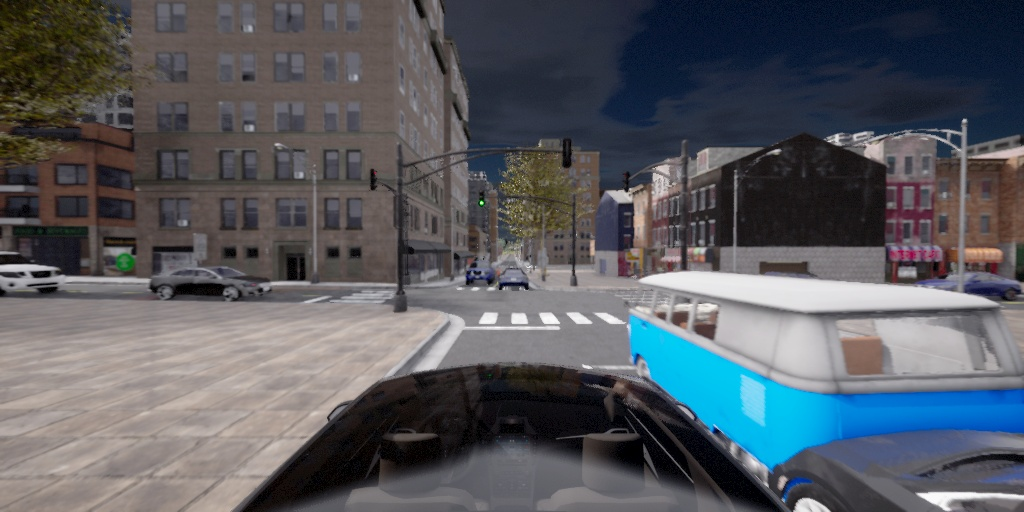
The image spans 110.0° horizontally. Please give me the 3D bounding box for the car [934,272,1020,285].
[{"bbox_3d":[24.737,1.606,19.575,4.674,1.442,1.812,0,1,0],"label":"car"}]

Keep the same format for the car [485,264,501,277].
[{"bbox_3d":[-2.701,2.065,51.861,2.097,1.767,4.553,0,-1,0],"label":"car"}]

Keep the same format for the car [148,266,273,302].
[{"bbox_3d":[-13.791,1.221,16.583,4.902,1.511,2.128,1,1,0],"label":"car"}]

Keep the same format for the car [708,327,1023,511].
[{"bbox_3d":[2.636,1.293,0.751,2.007,1.370,4.403,0,0,0],"label":"car"}]

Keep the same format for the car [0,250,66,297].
[{"bbox_3d":[-24.361,0.758,16.564,5.566,2.045,2.150,1,1,0],"label":"car"}]

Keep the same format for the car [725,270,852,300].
[{"bbox_3d":[14.913,1.550,19.567,5.357,1.411,2.033,0,1,0],"label":"car"}]

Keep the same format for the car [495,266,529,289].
[{"bbox_3d":[0.115,1.530,24.666,1.994,1.385,4.181,0,-3,0],"label":"car"}]

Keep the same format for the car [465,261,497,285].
[{"bbox_3d":[-2.823,1.473,32.414,2.150,2.045,5.566,0,-2,1],"label":"car"}]

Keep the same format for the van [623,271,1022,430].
[{"bbox_3d":[2.635,1.111,4.071,1.690,1.789,3.998,0,0,0],"label":"van"}]
